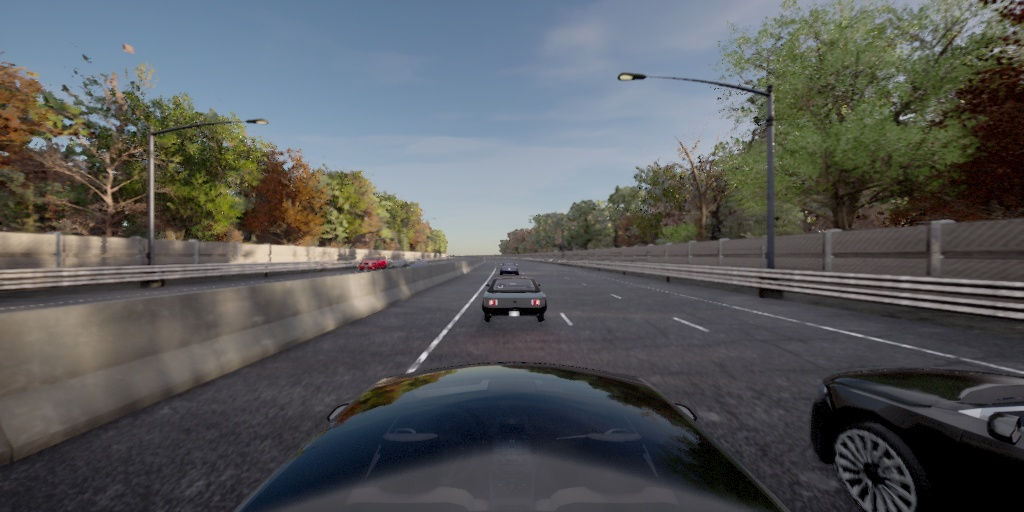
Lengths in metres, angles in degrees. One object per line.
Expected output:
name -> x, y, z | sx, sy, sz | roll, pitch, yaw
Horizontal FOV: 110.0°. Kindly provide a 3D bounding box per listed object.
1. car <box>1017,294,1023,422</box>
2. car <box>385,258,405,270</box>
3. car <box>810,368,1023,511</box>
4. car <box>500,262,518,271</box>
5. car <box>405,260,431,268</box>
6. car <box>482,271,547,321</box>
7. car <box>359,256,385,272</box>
car -> 7.093, 1.226, 1.863 | 1.882, 1.535, 5.008 | 0, 0, 0
car -> -14.689, 1.270, 47.142 | 1.837, 1.490, 4.892 | 0, -1, -1
car -> 3.594, 1.241, 1.211 | 2.128, 1.511, 4.902 | 0, 0, 0
car -> -0.320, 1.327, 39.150 | 1.994, 1.385, 4.181 | 0, 0, -1
car -> -11.114, 1.311, 43.980 | 2.033, 1.411, 5.357 | 0, 0, -1
car -> 0.057, 1.355, 12.422 | 1.895, 1.301, 4.718 | 0, 0, 0
car -> -18.190, 0.987, 47.285 | 2.150, 2.045, 5.566 | 0, 0, -1
